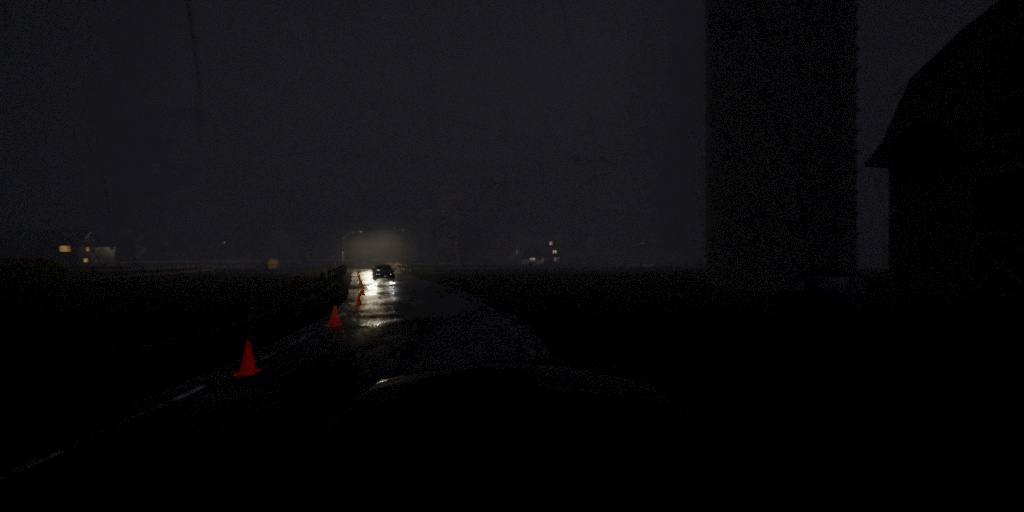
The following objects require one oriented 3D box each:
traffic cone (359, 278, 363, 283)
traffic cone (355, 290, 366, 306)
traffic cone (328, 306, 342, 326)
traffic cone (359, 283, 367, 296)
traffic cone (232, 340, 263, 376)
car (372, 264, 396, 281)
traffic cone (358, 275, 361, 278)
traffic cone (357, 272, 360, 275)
[{"bbox_3d":[-10.361,1.980,24.730,0.340,0.580,0.340,0,0,-24],"label":"traffic cone"},{"bbox_3d":[-6.696,1.891,15.703,0.340,0.580,0.340,0,0,-18],"label":"traffic cone"},{"bbox_3d":[-5.477,1.844,11.111,0.340,0.580,0.340,0,0,-12],"label":"traffic cone"},{"bbox_3d":[-8.365,1.938,20.151,0.340,0.580,0.340,0,0,-23],"label":"traffic cone"},{"bbox_3d":[-4.721,1.797,6.420,0.340,0.580,0.340,0,0,-6],"label":"traffic cone"},{"bbox_3d":[-12.458,1.584,34.713,1.837,1.490,4.892,-1,0,-24],"label":"car"},{"bbox_3d":[-12.359,2.021,29.314,0.340,0.580,0.340,0,0,-24],"label":"traffic cone"},{"bbox_3d":[-14.356,2.058,33.898,0.340,0.580,0.340,0,0,-24],"label":"traffic cone"}]
